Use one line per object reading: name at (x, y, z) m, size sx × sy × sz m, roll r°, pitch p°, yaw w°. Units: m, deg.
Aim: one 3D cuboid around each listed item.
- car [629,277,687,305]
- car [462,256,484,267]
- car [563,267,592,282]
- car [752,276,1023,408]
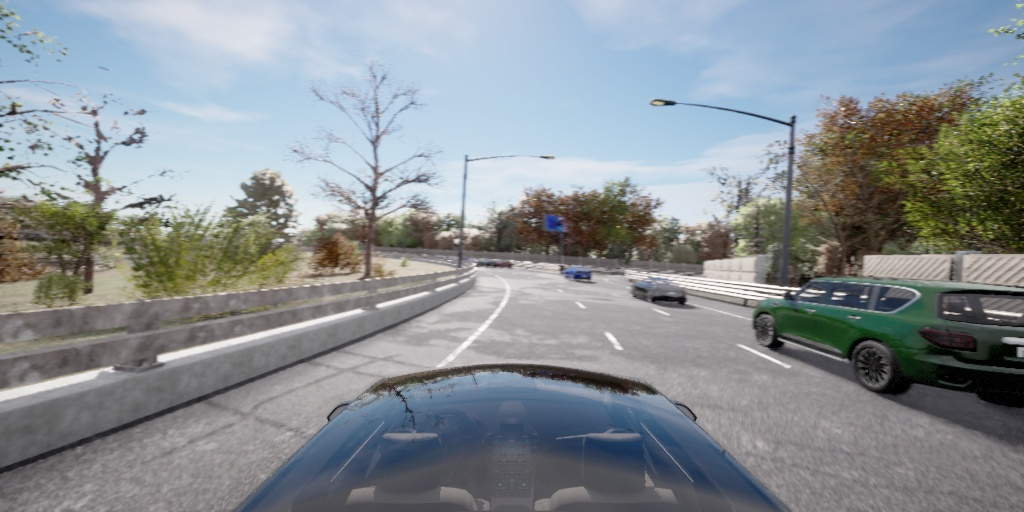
car at (8.407, 1.946, 20.935) m, size 1.994 × 1.385 × 4.181 m, roll 4°, pitch 0°, yaw -1°
car at (-7.343, 1.210, 63.482) m, size 2.033 × 1.411 × 5.357 m, roll 4°, pitch 0°, yaw -24°
car at (6.972, 1.876, 38.665) m, size 1.882 × 1.535 × 5.008 m, roll 4°, pitch 0°, yaw -8°
car at (7.607, 1.477, 7.704) m, size 2.150 × 2.045 × 5.566 m, roll 4°, pitch 0°, yaw 7°
